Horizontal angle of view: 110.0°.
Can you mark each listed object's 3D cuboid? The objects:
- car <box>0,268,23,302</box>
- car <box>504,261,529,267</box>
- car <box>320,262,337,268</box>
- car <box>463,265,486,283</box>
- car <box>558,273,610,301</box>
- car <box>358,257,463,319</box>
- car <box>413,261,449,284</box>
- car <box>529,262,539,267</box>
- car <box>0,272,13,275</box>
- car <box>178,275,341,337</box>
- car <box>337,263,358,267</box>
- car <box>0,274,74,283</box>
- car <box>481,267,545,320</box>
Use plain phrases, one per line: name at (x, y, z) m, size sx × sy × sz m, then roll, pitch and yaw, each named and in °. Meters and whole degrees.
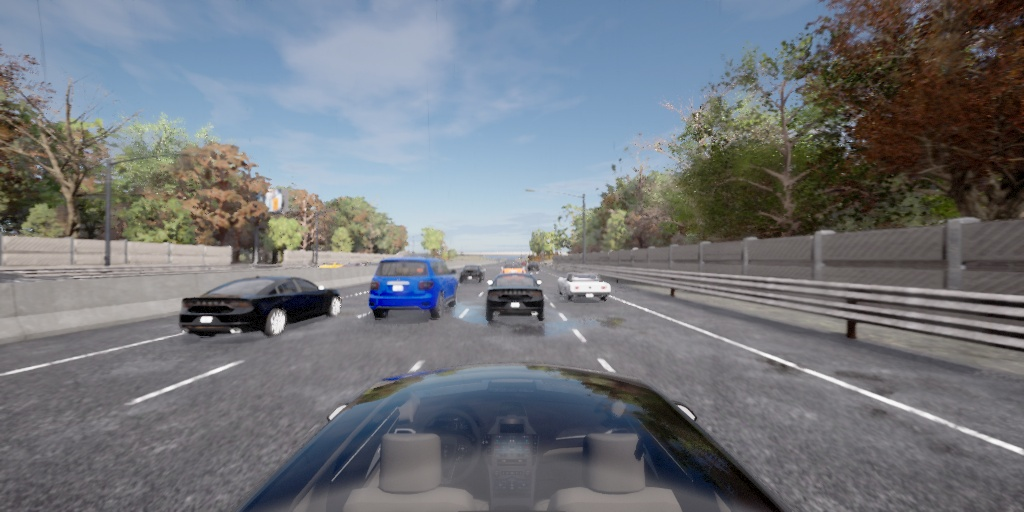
car at (-24.599, 1.345, 14.838) m, size 1.882 × 1.535 × 5.008 m, roll 0°, pitch -1°, yaw 0°
car at (0.100, 1.369, 31.161) m, size 2.097 × 1.767 × 4.553 m, roll 0°, pitch -1°, yaw 0°
car at (-28.032, 1.728, 56.004) m, size 1.882 × 1.535 × 5.008 m, roll 0°, pitch -1°, yaw 1°
car at (-3.397, 1.524, 31.444) m, size 1.837 × 1.490 × 4.892 m, roll 0°, pitch -1°, yaw 0°
car at (3.502, 1.500, 18.352) m, size 1.895 × 1.301 × 4.718 m, roll 0°, pitch -1°, yaw 0°
car at (-3.398, 1.076, 13.376) m, size 2.150 × 2.045 × 5.566 m, roll 0°, pitch 0°, yaw 0°
car at (-6.902, 1.369, 31.192) m, size 2.097 × 1.767 × 4.553 m, roll 0°, pitch -1°, yaw 0°
car at (3.500, 1.801, 60.963) m, size 1.837 × 1.490 × 4.892 m, roll 0°, pitch -1°, yaw 0°
car at (-21.099, 1.334, 13.674) m, size 1.882 × 1.535 × 5.008 m, roll 0°, pitch -1°, yaw 0°
car at (-6.897, 1.307, 10.567) m, size 1.882 × 1.535 × 5.008 m, roll 0°, pitch -1°, yaw 0°
car at (-24.548, 1.769, 55.290) m, size 1.812 × 1.442 × 4.674 m, roll 0°, pitch -1°, yaw 1°
car at (-17.598, 1.450, 12.867) m, size 1.895 × 1.301 × 4.718 m, roll 0°, pitch -1°, yaw 0°
car at (0.101, 1.330, 13.181) m, size 1.882 × 1.535 × 5.008 m, roll 0°, pitch 0°, yaw 0°
